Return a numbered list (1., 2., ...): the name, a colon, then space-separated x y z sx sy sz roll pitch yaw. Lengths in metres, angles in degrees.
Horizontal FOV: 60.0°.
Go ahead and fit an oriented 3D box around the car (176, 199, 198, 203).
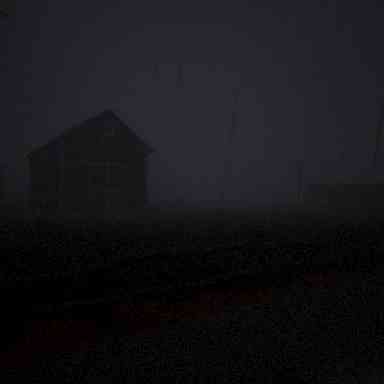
1. car: -0.892 1.913 59.588 2.033 1.411 5.357 1 0 -35
